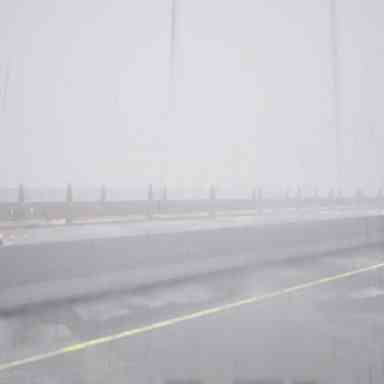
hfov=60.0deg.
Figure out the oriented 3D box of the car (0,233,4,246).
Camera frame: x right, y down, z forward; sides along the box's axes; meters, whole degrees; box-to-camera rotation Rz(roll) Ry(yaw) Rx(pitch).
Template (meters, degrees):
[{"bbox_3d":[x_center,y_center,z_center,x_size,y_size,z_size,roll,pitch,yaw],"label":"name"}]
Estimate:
[{"bbox_3d":[-7.059,1.485,7.570,5.008,1.535,1.882,0,0,-35],"label":"car"}]
